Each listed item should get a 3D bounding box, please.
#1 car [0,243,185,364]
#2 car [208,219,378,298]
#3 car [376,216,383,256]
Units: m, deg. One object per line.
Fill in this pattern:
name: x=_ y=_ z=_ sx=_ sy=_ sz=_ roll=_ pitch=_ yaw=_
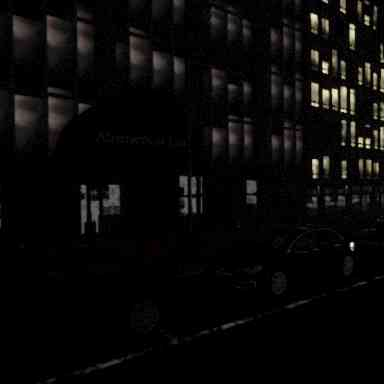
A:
car: x=-2.241 y=1.533 z=4.973 sx=4.507 sy=1.381 sz=1.887 roll=-1 pitch=0 yaw=-35
car: x=2.405 y=1.496 z=8.246 sx=4.403 sy=1.369 sz=2.008 roll=-1 pitch=0 yaw=-35
car: x=7.052 y=1.483 z=11.519 sx=4.206 sy=1.307 sz=1.802 roll=-1 pitch=0 yaw=-35
